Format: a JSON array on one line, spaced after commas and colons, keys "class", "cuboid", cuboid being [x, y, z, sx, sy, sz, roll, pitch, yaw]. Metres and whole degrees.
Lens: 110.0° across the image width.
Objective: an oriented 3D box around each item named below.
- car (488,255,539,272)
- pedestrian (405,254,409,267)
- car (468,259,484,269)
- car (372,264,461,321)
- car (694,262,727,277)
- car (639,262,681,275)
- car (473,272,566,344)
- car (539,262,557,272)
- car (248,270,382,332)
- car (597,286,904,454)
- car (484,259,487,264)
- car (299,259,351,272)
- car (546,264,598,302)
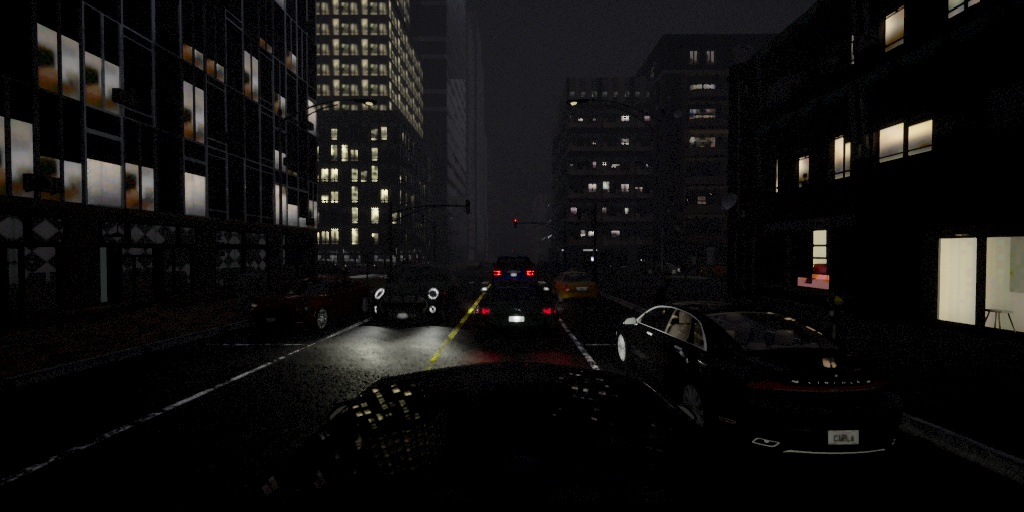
[{"class": "car", "cuboid": [0.085, 0.967, 19.451, 2.150, 2.045, 5.566, 0, 0, 0]}, {"class": "pedestrian", "cuboid": [-12.568, 0.670, 42.974, 0.375, 1.860, 0.375, 0, 0, 1]}, {"class": "car", "cuboid": [-5.716, 1.264, 54.290, 1.751, 1.417, 4.829, 0, 0, 0]}, {"class": "car", "cuboid": [-3.090, 1.099, 12.385, 2.097, 1.767, 4.553, 0, 0, 0]}, {"class": "car", "cuboid": [21.510, 1.386, 36.983, 5.008, 1.535, 1.882, 1, 1, 1]}, {"class": "car", "cuboid": [16.290, 1.373, 39.654, 4.403, 1.370, 2.007, 0, 0, 1]}, {"class": "car", "cuboid": [0.094, 1.312, 9.643, 1.994, 1.385, 4.181, 0, 0, 0]}, {"class": "car", "cuboid": [3.417, 1.296, 37.240, 5.357, 1.411, 2.033, 0, 0, 1]}, {"class": "car", "cuboid": [-5.826, 1.292, 10.918, 1.888, 1.381, 4.507, 0, 0, 0]}, {"class": "car", "cuboid": [2.816, 1.299, 5.220, 2.007, 1.370, 4.403, 0, 0, 0]}, {"class": "car", "cuboid": [-5.719, 1.304, 60.114, 1.948, 1.339, 4.313, 0, 0, 0]}, {"class": "car", "cuboid": [-17.874, 1.154, 34.310, 4.674, 1.442, 1.812, 1, 1, 2]}, {"class": "car", "cuboid": [2.811, 1.271, 16.678, 1.751, 1.417, 4.829, 0, 0, 0]}]
